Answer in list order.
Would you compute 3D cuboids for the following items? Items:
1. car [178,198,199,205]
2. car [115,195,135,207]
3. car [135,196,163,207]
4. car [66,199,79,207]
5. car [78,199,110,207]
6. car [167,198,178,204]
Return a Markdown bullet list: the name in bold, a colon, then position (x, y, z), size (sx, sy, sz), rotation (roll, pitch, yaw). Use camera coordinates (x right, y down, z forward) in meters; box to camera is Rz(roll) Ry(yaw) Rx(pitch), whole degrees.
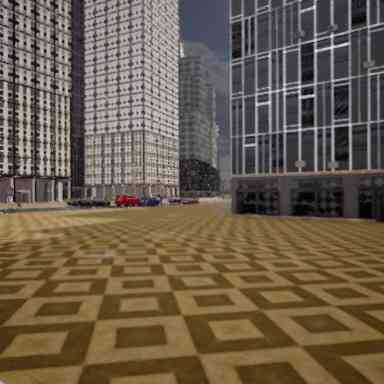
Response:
- **car**: position (-0.379, 1.986, 68.006), size (1.895, 1.301, 4.718), rotation (0, 0, 30)
- **car**: position (-10.827, 1.519, 57.509), size (2.150, 2.045, 5.566), rotation (0, -1, 34)
- **car**: position (-7.082, 1.647, 57.289), size (2.097, 1.767, 4.553), rotation (0, -1, 33)
- **car**: position (-18.907, 1.851, 57.210), size (2.033, 1.411, 5.357), rotation (0, -1, 35)
- **car**: position (-16.055, 1.890, 55.665), size (1.895, 1.301, 4.718), rotation (0, -1, 34)
- **car**: position (-3.159, 1.812, 69.692), size (1.895, 1.301, 4.718), rotation (0, 0, 30)
